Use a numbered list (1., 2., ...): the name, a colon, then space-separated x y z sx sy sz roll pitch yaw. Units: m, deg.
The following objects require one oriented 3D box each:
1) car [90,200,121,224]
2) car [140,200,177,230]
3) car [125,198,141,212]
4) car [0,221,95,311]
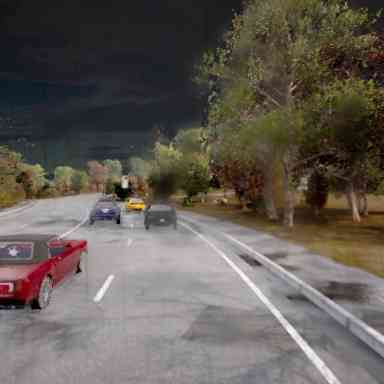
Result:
1. car: -6.471 1.372 25.180 2.097 1.767 4.553 0 0 -12
2. car: -2.157 1.488 21.608 1.882 1.535 5.008 0 0 -10
3. car: -6.765 1.502 39.412 1.882 1.535 5.008 0 0 -18
4. car: -3.815 1.614 7.689 1.895 1.301 4.718 0 0 -4
